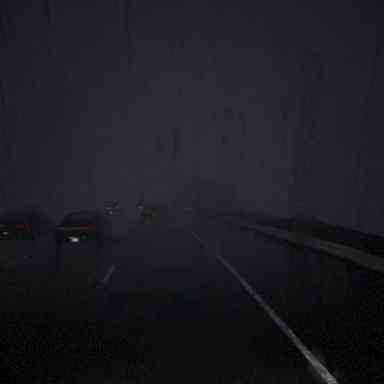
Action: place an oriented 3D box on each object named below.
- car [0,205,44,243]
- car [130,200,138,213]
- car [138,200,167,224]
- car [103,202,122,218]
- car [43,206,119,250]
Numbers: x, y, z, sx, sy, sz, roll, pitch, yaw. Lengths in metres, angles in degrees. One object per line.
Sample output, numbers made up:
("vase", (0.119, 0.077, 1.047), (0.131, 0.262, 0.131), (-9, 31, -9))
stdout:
("car", (-8.603, 1.700, 17.250), (1.882, 1.535, 5.008), (-1, 0, -8))
("car", (-6.646, 1.733, 41.824), (1.882, 1.535, 5.008), (-1, 0, -15))
("car", (-3.123, 1.619, 26.707), (1.882, 1.535, 5.008), (-1, 0, -11))
("car", (-8.056, 1.750, 33.186), (2.128, 1.511, 4.902), (-1, 0, -13))
("car", (-4.788, 1.632, 15.121), (2.128, 1.511, 4.902), (-1, 0, -7))
